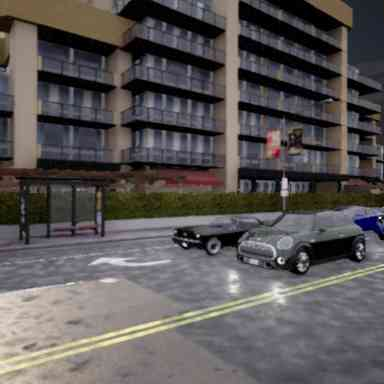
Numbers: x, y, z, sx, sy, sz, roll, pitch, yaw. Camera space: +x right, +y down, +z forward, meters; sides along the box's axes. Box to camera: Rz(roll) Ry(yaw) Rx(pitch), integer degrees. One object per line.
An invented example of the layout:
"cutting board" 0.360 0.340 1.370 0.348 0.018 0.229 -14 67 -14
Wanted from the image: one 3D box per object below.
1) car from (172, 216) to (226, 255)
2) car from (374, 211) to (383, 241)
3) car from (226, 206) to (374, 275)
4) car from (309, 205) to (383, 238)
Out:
"car" 1.539 1.644 13.568 4.718 1.301 1.895 0 0 -36
"car" 11.189 1.310 16.154 5.566 2.045 2.150 0 0 -36
"car" 3.586 1.396 10.729 4.553 1.767 2.097 0 0 -36
"car" 8.983 1.565 18.880 5.008 1.535 1.882 0 0 -36
